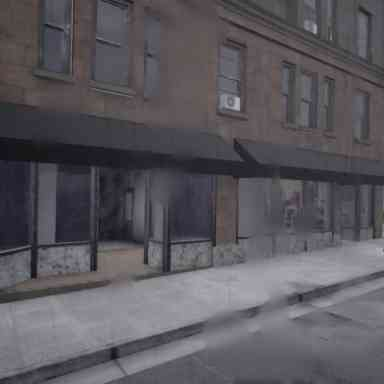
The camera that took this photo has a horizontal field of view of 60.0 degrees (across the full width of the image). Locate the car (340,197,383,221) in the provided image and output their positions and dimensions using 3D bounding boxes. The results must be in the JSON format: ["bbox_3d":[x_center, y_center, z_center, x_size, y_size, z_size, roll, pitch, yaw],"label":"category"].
[{"bbox_3d":[14.867,1.364,27.305,2.097,1.767,4.553,2,-1,-36],"label":"car"}]
